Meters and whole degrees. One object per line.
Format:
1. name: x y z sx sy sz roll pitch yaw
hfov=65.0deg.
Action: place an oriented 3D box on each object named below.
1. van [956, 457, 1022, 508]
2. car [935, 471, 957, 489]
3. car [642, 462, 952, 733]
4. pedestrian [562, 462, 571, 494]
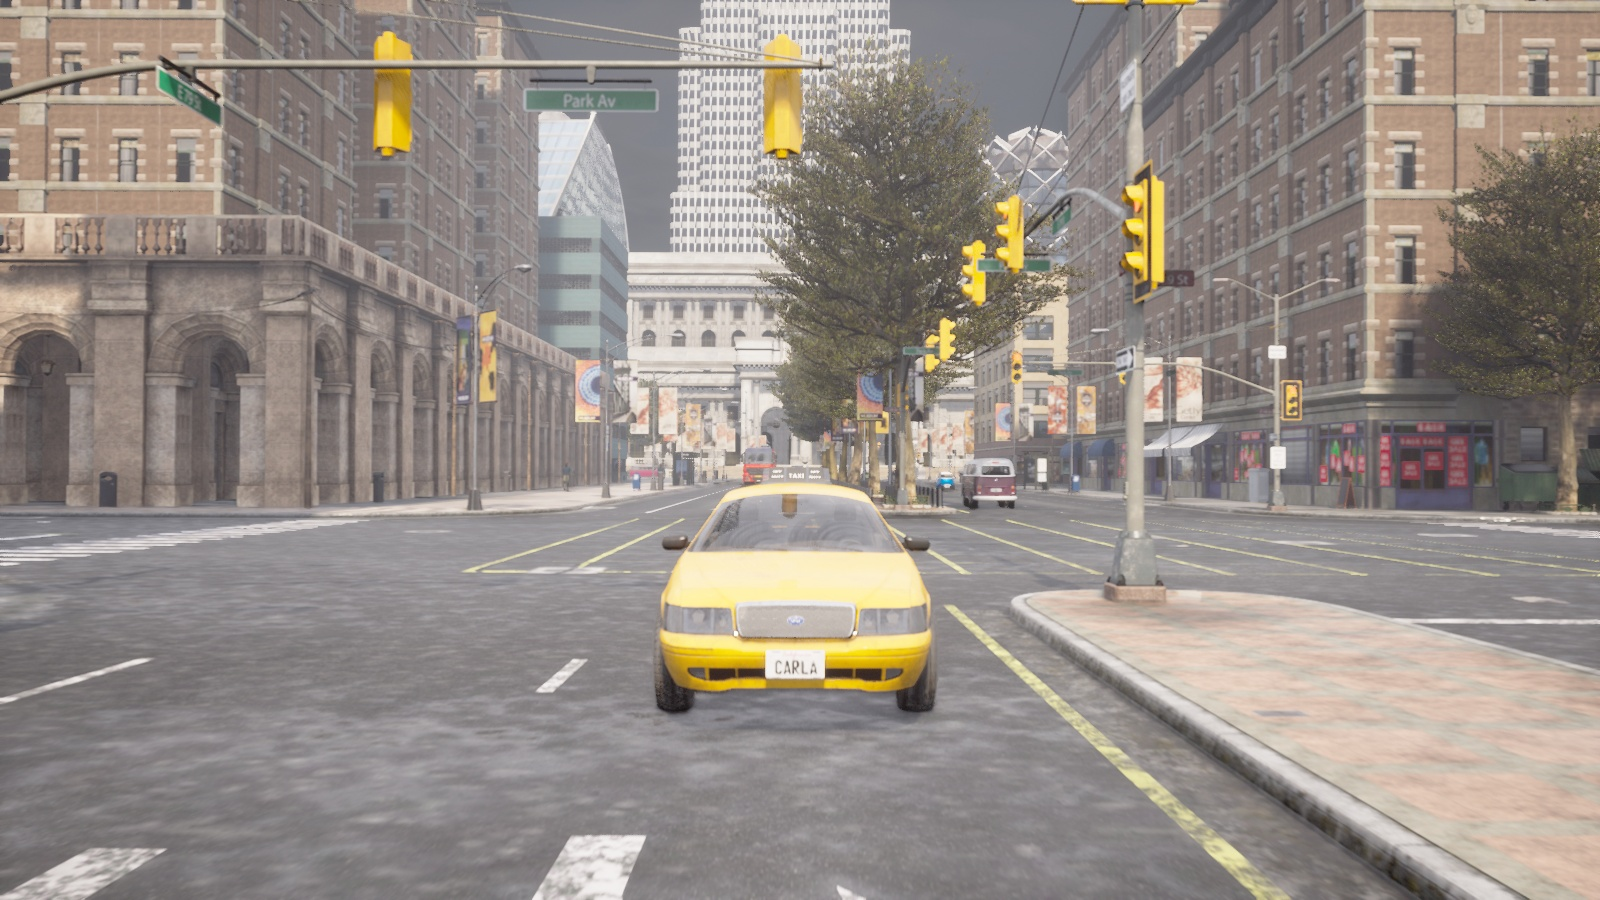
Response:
1. van: 7.872 1.304 52.650 2.069 2.038 4.480 0 0 0
2. car: 11.226 2.285 96.639 1.481 1.376 2.207 0 0 1
3. car: -0.025 0.904 10.006 1.801 1.575 5.366 0 -1 0
4. pedestrian: -13.747 1.643 73.951 0.370 1.835 0.726 0 -1 0
